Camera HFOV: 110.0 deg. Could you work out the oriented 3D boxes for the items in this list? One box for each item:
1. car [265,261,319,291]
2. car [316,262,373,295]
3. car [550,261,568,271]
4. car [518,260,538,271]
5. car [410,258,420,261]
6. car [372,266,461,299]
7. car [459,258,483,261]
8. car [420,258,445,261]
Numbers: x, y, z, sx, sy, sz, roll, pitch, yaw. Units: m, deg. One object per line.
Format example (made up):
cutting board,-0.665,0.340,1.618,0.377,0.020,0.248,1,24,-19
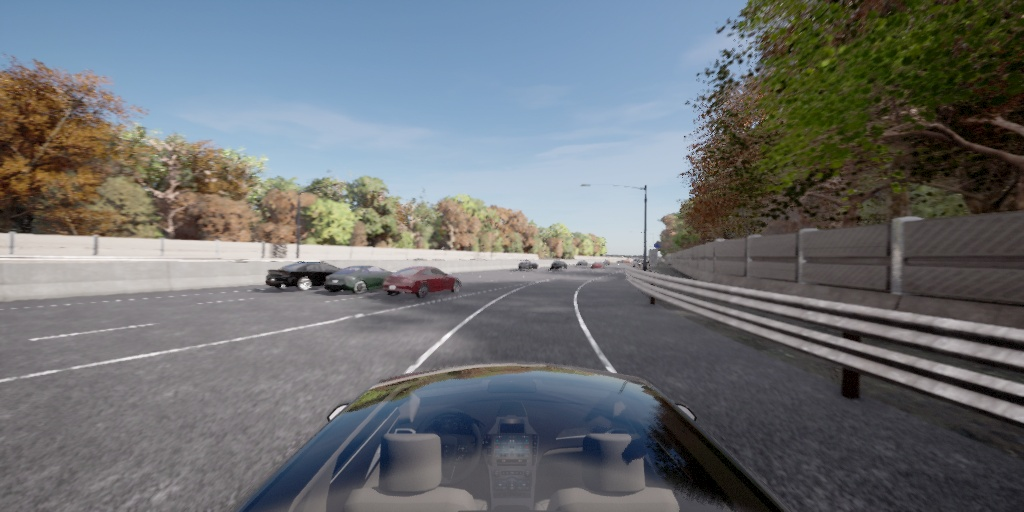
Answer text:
car,-10.874,1.044,19.975,1.882,1.535,5.008,1,0,22
car,-7.587,1.174,18.770,1.994,1.385,4.181,1,0,22
car,7.315,1.470,55.322,1.837,1.490,4.892,1,0,22
car,2.421,1.373,52.604,2.128,1.511,4.902,1,0,22
car,-16.342,1.147,62.221,1.837,1.490,4.892,1,0,23
car,-4.285,1.203,17.559,1.812,1.442,4.674,2,0,22
car,-6.403,1.340,58.834,1.994,1.385,4.181,1,0,23
car,-12.961,1.168,61.253,1.882,1.535,5.008,1,0,23
